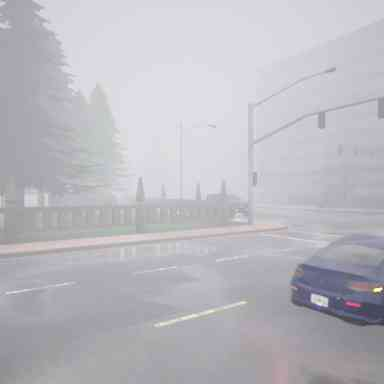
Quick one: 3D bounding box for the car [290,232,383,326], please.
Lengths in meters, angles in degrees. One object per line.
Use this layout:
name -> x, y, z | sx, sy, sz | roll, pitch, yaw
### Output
car -> 3.880, 1.526, 6.535 | 4.674, 1.442, 1.812 | 0, 0, -35

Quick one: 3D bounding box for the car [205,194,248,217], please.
car -> 3.293, 1.166, 31.329 | 2.150, 2.045, 5.566 | 0, 0, -32

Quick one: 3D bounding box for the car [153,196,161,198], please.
car -> -5.363, 1.436, 51.706 | 2.128, 1.511, 4.902 | 0, 0, -8
